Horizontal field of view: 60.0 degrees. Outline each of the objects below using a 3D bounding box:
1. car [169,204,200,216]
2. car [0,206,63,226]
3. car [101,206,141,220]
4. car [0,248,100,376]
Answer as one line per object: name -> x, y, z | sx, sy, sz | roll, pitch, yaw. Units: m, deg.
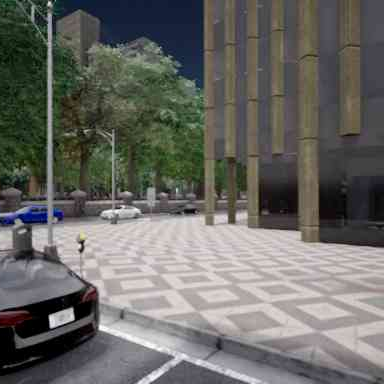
car -> -0.955, 2.339, 43.945 | 1.882, 1.535, 5.008 | 0, -2, 35
car -> -12.927, 1.906, 26.848 | 1.882, 1.535, 5.008 | 0, -1, 35
car -> -7.341, 2.153, 34.831 | 1.812, 1.442, 4.674 | 0, -1, 35
car -> -3.294, 1.588, 5.289 | 4.313, 1.339, 1.947 | 0, 0, 35
